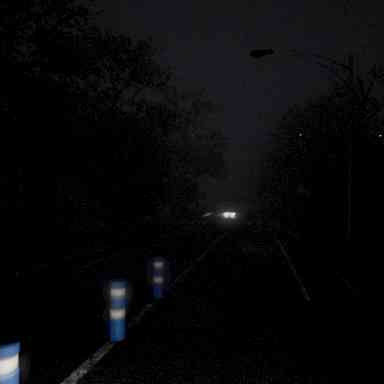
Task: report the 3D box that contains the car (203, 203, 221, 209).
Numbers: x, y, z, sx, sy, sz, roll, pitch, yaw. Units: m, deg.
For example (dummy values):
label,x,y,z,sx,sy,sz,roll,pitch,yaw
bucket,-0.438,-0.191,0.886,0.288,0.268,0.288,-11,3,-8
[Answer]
label,x,y,z,sx,sy,sz,roll,pitch,yaw
car,5.680,3.953,93.932,5.008,1.535,2.097,1,-3,10

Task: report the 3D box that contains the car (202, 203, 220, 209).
label,x,y,z,sx,sy,sz,roll,pitch,yaw
car,5.211,3.813,91.203,4.892,1.521,2.231,1,-3,10

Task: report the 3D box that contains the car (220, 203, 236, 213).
label,x,y,z,sx,sy,sz,roll,pitch,yaw
car,6.742,2.809,58.575,2.128,1.511,4.902,1,-1,10

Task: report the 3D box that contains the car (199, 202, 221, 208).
label,x,y,z,sx,sy,sz,roll,pitch,yaw
car,4.929,3.678,88.445,5.366,1.575,1.946,1,-3,10
